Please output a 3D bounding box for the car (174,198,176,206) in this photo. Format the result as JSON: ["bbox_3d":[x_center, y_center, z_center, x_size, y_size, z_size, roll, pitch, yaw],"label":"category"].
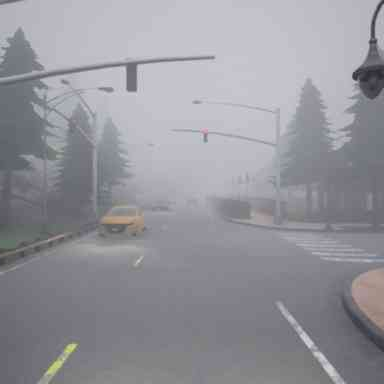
[{"bbox_3d":[-3.606,1.550,55.337,1.812,1.442,4.674,0,0,0],"label":"car"}]

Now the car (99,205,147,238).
[{"bbox_3d":[-3.609,1.485,18.058,1.882,1.535,5.008,0,0,0],"label":"car"}]

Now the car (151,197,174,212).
[{"bbox_3d":[-3.617,1.565,39.232,2.033,1.411,5.357,0,0,0],"label":"car"}]

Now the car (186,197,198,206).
[{"bbox_3d":[-0.027,1.502,56.226,1.882,1.535,5.008,0,0,0],"label":"car"}]
